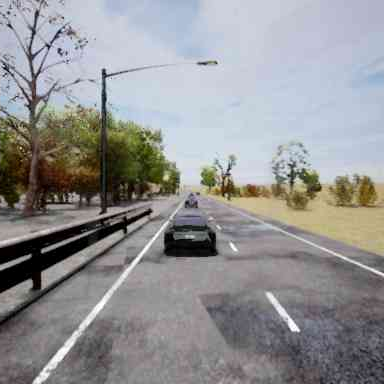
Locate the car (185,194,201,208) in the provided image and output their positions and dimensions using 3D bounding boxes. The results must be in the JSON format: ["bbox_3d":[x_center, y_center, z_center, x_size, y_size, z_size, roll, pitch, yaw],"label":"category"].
[{"bbox_3d":[-0.086,1.465,47.775,2.128,1.511,4.902,0,0,0],"label":"car"}]

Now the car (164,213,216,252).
[{"bbox_3d":[-0.069,1.565,13.913,1.994,1.385,4.181,0,0,0],"label":"car"}]

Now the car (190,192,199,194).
[{"bbox_3d":[-0.102,1.284,80.757,2.097,1.767,4.553,0,0,0],"label":"car"}]
